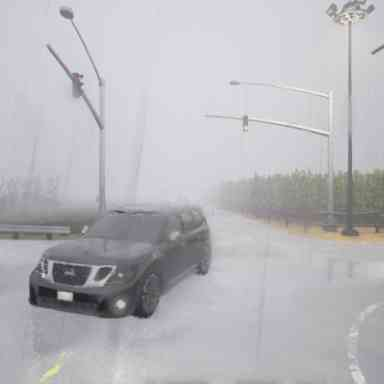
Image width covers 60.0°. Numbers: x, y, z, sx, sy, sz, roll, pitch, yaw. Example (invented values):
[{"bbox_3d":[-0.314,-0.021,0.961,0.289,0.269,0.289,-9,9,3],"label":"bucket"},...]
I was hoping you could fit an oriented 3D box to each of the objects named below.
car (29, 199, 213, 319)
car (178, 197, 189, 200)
[{"bbox_3d":[-1.128,1.350,8.012,2.150,2.045,5.566,1,0,20],"label":"car"},{"bbox_3d":[-1.207,1.414,46.312,2.033,1.411,5.357,0,0,-3],"label":"car"}]
